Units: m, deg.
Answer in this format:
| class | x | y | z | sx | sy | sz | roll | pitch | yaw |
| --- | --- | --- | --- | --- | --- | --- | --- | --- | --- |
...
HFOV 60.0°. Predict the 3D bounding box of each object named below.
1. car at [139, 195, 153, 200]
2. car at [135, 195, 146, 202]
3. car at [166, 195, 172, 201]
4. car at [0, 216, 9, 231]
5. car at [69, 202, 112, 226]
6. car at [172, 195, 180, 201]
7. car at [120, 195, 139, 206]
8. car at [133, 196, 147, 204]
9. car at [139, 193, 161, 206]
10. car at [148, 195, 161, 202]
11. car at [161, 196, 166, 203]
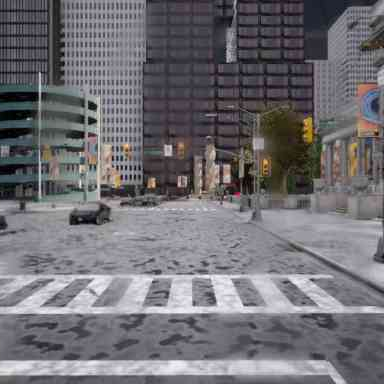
| class | x | y | z | sx | sy | sz | roll | pitch | yaw |
| --- | --- | --- | --- | --- | --- | --- | --- | --- | --- |
| car | -13.072 | 1.502 | 94.337 | 1.994 | 1.385 | 4.181 | 0 | 0 | -43 |
| car | -12.058 | 1.500 | 78.124 | 1.837 | 1.490 | 4.892 | 0 | 0 | -18 |
| car | -7.505 | 1.595 | 85.653 | 1.895 | 1.301 | 4.718 | 0 | 0 | -25 |
| car | -10.589 | 1.546 | 15.198 | 2.033 | 1.411 | 5.357 | 0 | 0 | 0 |
| car | -7.087 | 1.477 | 23.567 | 1.882 | 1.535 | 5.008 | 0 | 0 | 0 |
| car | -4.769 | 1.500 | 87.967 | 1.837 | 1.490 | 4.892 | 0 | 0 | -29 |
| car | -10.574 | 1.547 | 55.656 | 2.033 | 1.411 | 5.357 | 0 | 0 | 0 |
| car | -10.539 | 1.547 | 67.803 | 2.033 | 1.411 | 5.357 | 0 | 0 | 1 |
| car | -7.081 | 1.221 | 56.160 | 2.150 | 2.045 | 5.566 | 0 | 0 | 0 |
| car | -9.139 | 1.540 | 80.390 | 2.033 | 1.411 | 5.357 | 0 | 0 | -18 |
| car | -7.038 | 1.525 | 68.842 | 1.812 | 1.442 | 4.674 | 0 | 0 | 1 |
